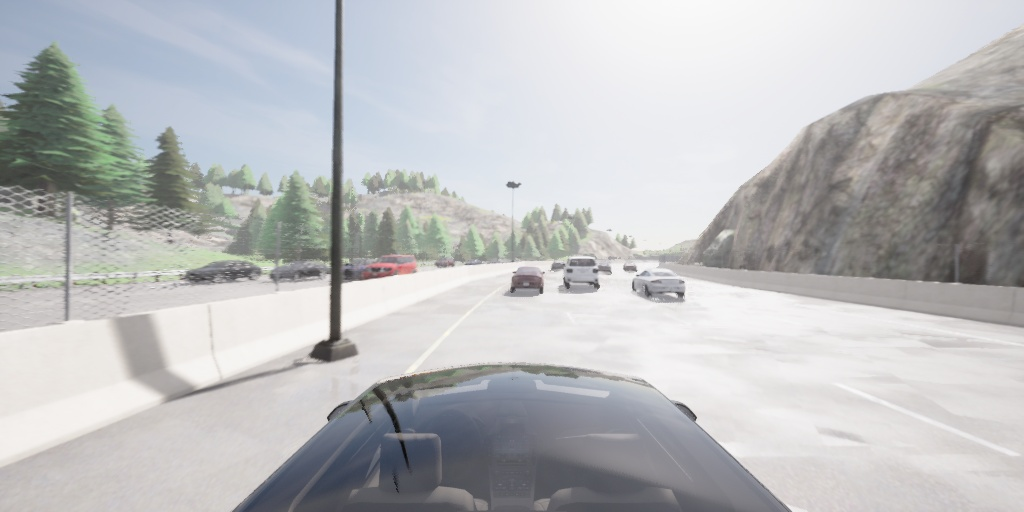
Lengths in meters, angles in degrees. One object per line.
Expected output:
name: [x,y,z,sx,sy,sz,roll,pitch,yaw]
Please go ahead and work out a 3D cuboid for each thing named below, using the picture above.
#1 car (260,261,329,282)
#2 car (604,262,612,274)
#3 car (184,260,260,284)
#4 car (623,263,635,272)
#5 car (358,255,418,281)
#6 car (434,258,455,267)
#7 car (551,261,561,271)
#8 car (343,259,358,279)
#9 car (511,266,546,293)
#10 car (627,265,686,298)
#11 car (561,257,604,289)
car: [-16.052,1.111,27.304,2.128,1.511,4.902,1,0,7]
car: [11.983,1.527,46.427,2.033,1.411,5.357,1,0,15]
car: [-19.852,1.074,24.918,1.837,1.490,4.892,1,0,6]
car: [17.580,1.659,53.543,1.895,1.301,4.718,1,0,17]
car: [-9.038,0.921,27.306,2.150,2.045,5.566,1,0,7]
car: [-11.989,1.088,64.021,2.097,1.767,4.553,1,0,17]
car: [7.239,1.435,54.757,2.128,1.511,4.902,0,0,16]
car: [-12.287,1.018,29.244,2.097,1.767,4.553,1,0,8]
car: [0.989,1.327,21.327,1.812,1.442,4.674,0,0,6]
car: [7.830,1.402,19.424,1.812,1.442,4.674,0,0,5]
car: [4.661,1.073,24.459,2.150,2.045,5.566,0,0,8]
